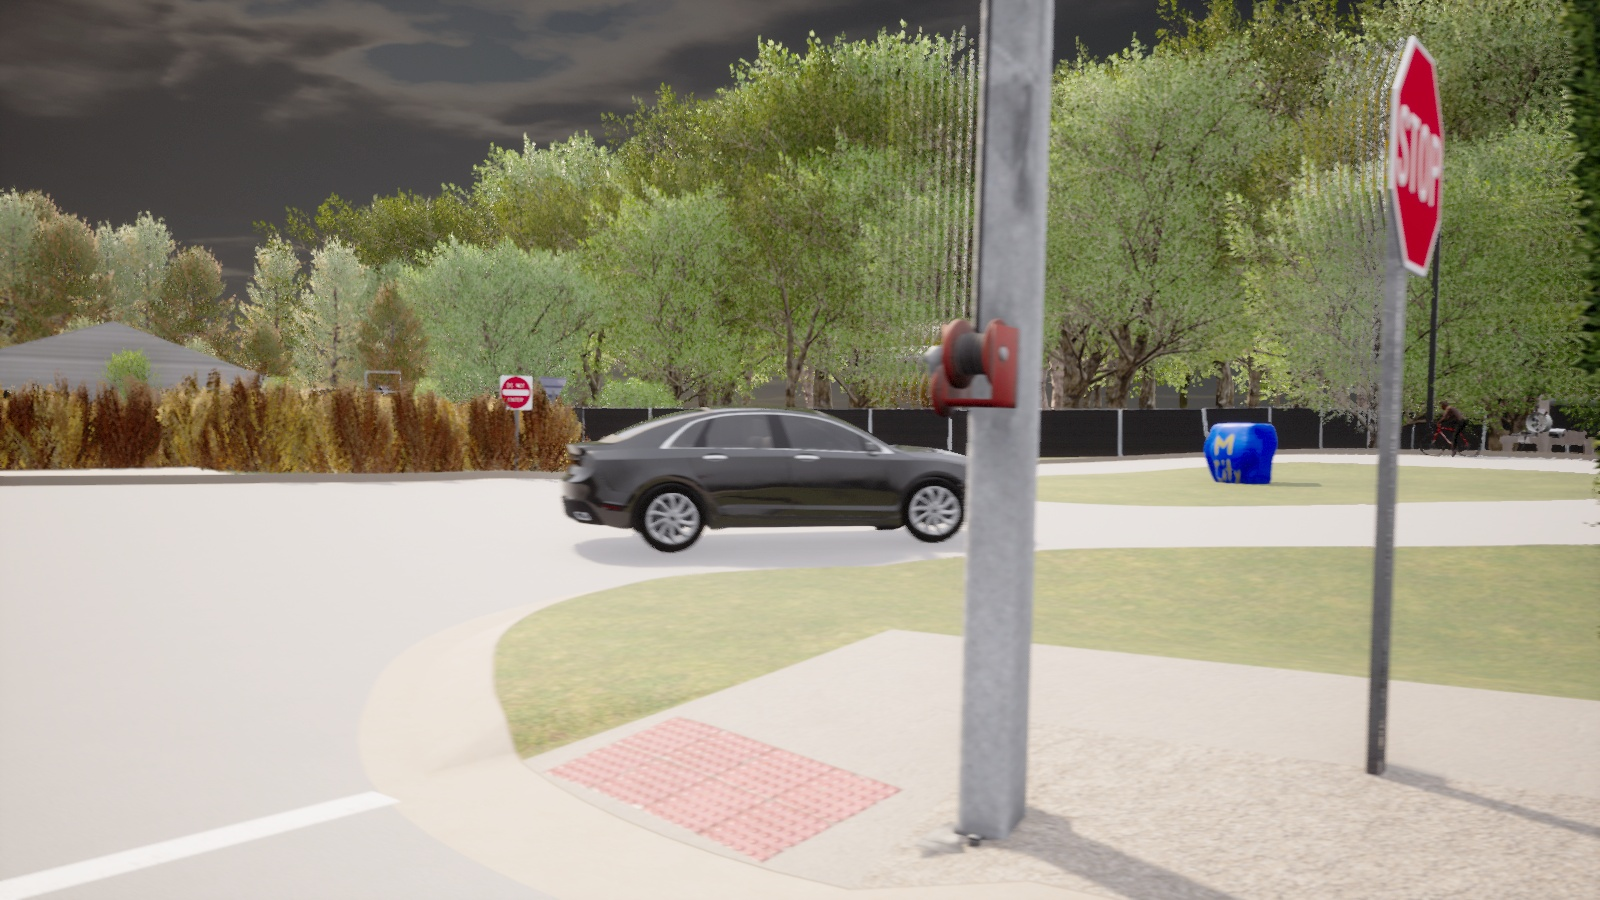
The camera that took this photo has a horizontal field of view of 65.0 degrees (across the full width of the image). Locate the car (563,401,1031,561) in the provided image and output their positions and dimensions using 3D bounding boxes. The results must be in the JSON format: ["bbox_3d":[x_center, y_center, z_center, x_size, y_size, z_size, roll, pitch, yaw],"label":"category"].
[{"bbox_3d":[-0.088,0.269,14.014,4.892,1.490,1.837,-2,2,-14],"label":"car"}]

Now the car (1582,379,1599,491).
[{"bbox_3d":[13.306,-0.260,17.613,4.514,1.525,2.007,-2,1,-29],"label":"car"}]

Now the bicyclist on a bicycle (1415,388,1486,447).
[{"bbox_3d":[18.493,-0.922,35.719,0.582,1.620,1.656,-3,3,-44],"label":"bicyclist on a bicycle"}]
